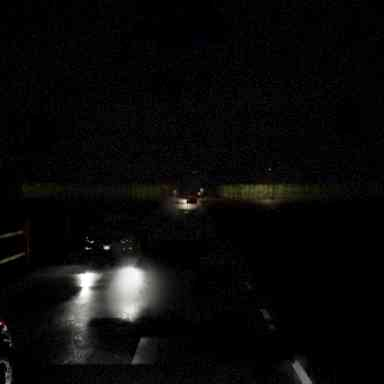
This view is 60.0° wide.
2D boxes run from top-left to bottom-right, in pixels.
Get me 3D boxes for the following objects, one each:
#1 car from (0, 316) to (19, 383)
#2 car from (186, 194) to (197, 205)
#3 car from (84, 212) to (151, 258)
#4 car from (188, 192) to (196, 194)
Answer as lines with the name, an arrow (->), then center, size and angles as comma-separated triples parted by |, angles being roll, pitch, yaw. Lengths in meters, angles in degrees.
car -> -2.841, 1.579, 1.843 | 1.994, 1.385, 4.181 | 0, 0, 0
car -> -0.027, 1.608, 60.870 | 2.033, 1.411, 5.357 | 0, 0, 0
car -> -2.764, 1.591, 13.244 | 1.837, 1.490, 4.892 | 0, -1, 0
car -> -0.032, 1.057, 71.378 | 2.150, 2.045, 5.566 | 0, 1, 0
